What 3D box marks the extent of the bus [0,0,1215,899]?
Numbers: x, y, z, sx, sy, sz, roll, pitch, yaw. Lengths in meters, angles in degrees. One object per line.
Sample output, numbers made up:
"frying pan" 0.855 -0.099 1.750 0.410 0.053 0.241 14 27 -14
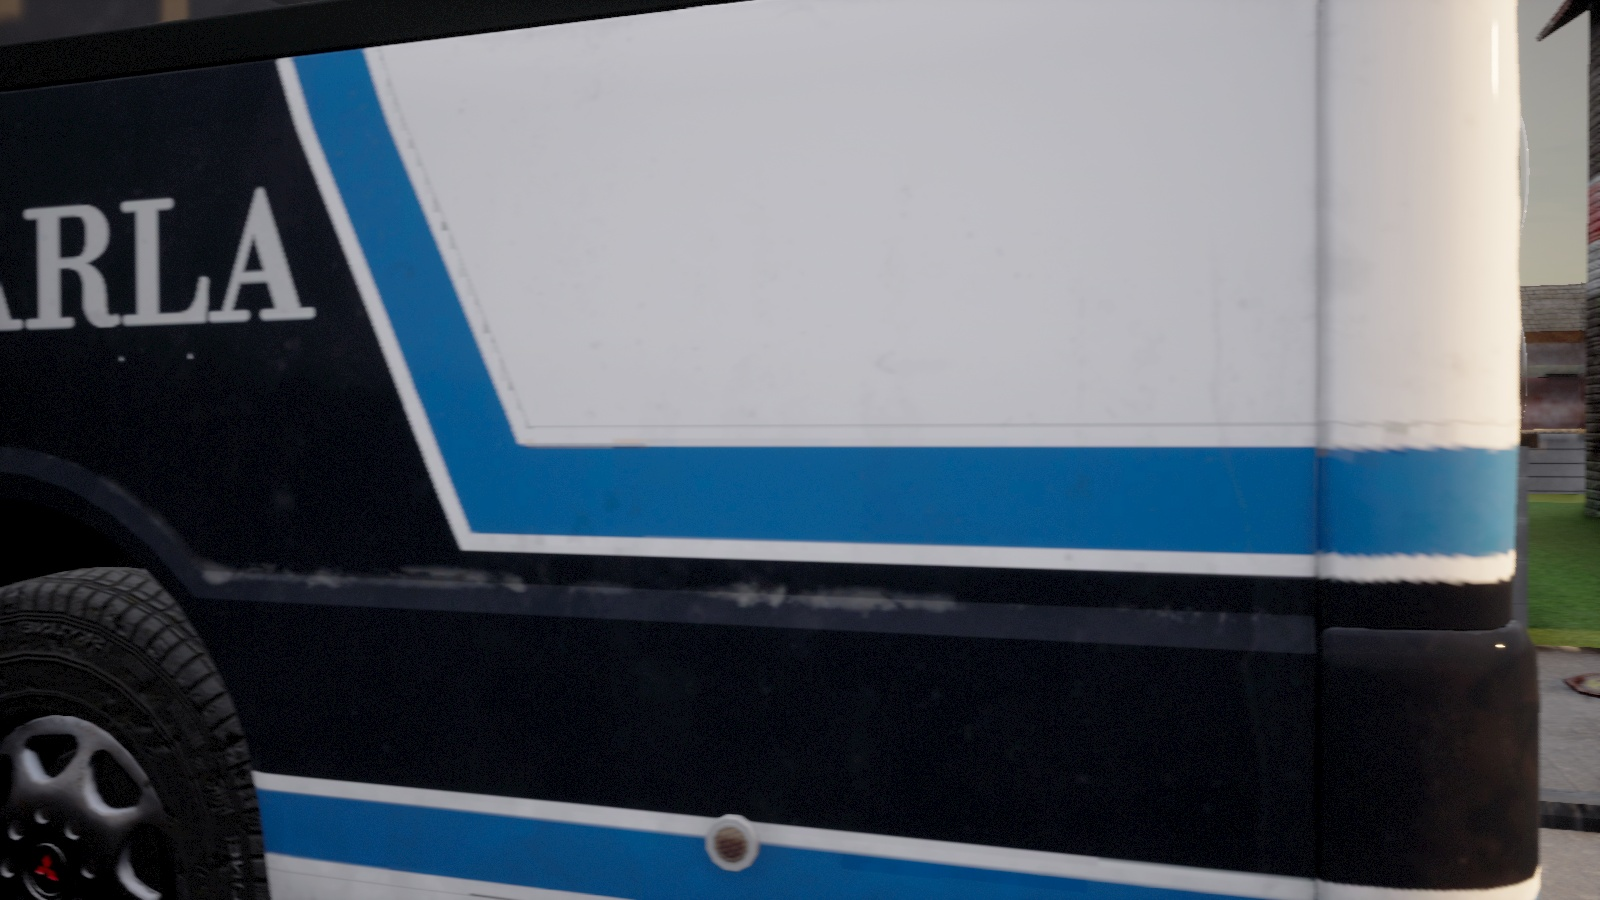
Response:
"bus" -3.788 -0.644 4.975 10.273 4.253 3.944 1 1 19
